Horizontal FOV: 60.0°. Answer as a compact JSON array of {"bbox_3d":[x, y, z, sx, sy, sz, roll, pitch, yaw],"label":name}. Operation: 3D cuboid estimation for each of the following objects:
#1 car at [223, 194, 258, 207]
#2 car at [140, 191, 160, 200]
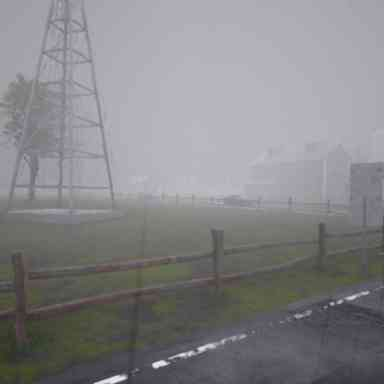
[{"bbox_3d":[5.967,1.032,40.796,1.882,1.535,5.008,1,0,-35],"label":"car"},{"bbox_3d":[-7.597,0.601,60.085,2.097,1.767,4.553,1,0,-35],"label":"car"}]
